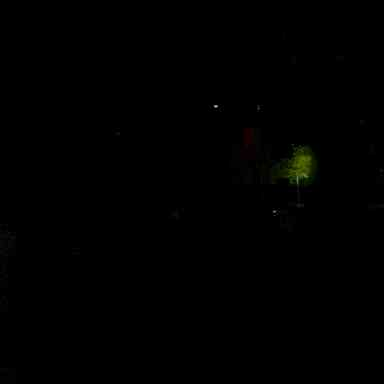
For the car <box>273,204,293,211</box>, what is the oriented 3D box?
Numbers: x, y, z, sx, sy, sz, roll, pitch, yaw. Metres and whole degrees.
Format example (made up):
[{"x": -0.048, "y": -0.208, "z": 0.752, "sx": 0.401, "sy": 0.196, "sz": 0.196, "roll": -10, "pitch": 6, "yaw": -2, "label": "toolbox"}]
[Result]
[{"x": 13.757, "y": 2.113, "z": 50.245, "sx": 1.994, "sy": 1.385, "sz": 4.181, "roll": -1, "pitch": -1, "yaw": 36, "label": "car"}]

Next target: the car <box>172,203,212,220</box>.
[{"x": 0.067, "y": 1.813, "z": 31.336, "sx": 2.128, "sy": 1.511, "sz": 4.902, "roll": -1, "pitch": -1, "yaw": 36, "label": "car"}]
